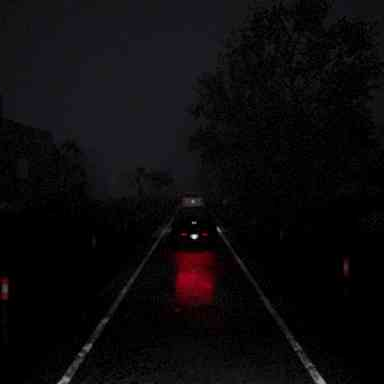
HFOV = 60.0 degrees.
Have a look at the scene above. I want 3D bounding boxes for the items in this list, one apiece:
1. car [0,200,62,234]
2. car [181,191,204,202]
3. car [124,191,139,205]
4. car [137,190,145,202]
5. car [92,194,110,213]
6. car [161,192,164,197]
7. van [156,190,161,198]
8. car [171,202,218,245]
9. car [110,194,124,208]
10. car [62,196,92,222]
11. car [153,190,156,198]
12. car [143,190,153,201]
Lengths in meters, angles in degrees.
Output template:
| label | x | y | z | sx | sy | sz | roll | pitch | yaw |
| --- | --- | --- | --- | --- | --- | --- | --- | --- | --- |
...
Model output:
| label | x | y | z | sx | sy | sz | roll | pitch | yaw |
| --- | --- | --- | --- | --- | --- | --- | --- | --- | --- |
| car | -8.994 | 1.183 | 17.217 | 2.097 | 1.535 | 5.008 | 0 | 0 | 2 |
| car | 0.099 | 0.950 | 34.285 | 2.150 | 2.045 | 5.566 | 0 | 1 | 0 |
| car | -9.027 | 0.959 | 44.948 | 2.097 | 1.535 | 5.008 | 0 | 0 | 2 |
| car | -9.035 | 0.902 | 50.496 | 2.097 | 1.535 | 5.008 | 0 | 0 | 2 |
| car | -9.007 | 1.111 | 28.314 | 2.097 | 1.535 | 5.008 | 0 | 0 | 2 |
| car | -9.074 | 0.658 | 83.780 | 2.231 | 1.521 | 4.892 | 0 | -1 | -2 |
| van | -9.072 | 0.494 | 78.093 | 1.878 | 1.987 | 4.442 | 0 | 1 | 2 |
| car | 0.096 | 1.412 | 15.080 | 1.837 | 1.490 | 4.892 | 0 | 1 | 0 |
| car | -9.023 | 1.041 | 34.696 | 1.946 | 1.575 | 5.366 | 0 | 0 | 2 |
| car | -9.000 | 1.158 | 22.759 | 2.231 | 1.521 | 4.892 | 0 | 1 | 2 |
| car | -9.054 | 0.836 | 67.125 | 2.002 | 1.452 | 4.674 | 0 | 1 | 0 |
| car | -9.046 | 0.606 | 60.378 | 2.435 | 2.045 | 5.566 | 0 | 0 | 1 |
